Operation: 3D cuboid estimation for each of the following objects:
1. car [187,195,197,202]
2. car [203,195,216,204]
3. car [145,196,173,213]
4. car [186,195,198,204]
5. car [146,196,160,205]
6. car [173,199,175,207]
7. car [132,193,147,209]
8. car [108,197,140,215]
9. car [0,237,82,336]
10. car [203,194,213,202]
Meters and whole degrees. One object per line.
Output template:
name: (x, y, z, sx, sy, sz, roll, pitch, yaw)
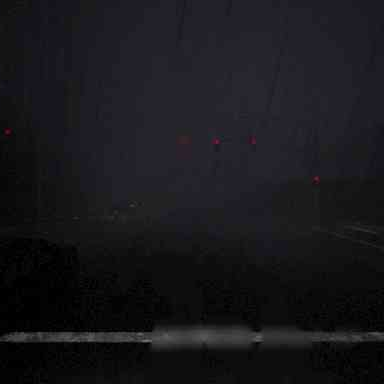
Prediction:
car: (-0.012, 1.413, 73.795, 1.994, 1.385, 4.181, 0, 0, 0)
car: (3.594, 1.547, 64.152, 2.033, 1.411, 5.357, 0, 0, 0)
car: (-3.605, 1.492, 37.615, 2.128, 1.511, 4.902, 0, 0, 0)
car: (-0.011, 1.505, 63.685, 1.837, 1.490, 4.892, 0, 0, 0)
car: (-7.079, 1.506, 60.844, 1.837, 1.490, 4.892, 0, 0, 0)
car: (-3.606, 1.352, 47.222, 2.097, 1.767, 4.553, 0, 0, 0)
car: (-7.108, 1.221, 44.603, 2.150, 2.045, 5.566, 0, 0, 0)
car: (-7.106, 1.547, 34.179, 2.033, 1.411, 5.357, 0, 0, 0)
car: (-3.602, 1.563, 5.868, 2.033, 1.411, 5.357, 0, 0, 0)
car: (3.490, 1.355, 74.375, 2.097, 1.767, 4.553, 0, 0, 0)
